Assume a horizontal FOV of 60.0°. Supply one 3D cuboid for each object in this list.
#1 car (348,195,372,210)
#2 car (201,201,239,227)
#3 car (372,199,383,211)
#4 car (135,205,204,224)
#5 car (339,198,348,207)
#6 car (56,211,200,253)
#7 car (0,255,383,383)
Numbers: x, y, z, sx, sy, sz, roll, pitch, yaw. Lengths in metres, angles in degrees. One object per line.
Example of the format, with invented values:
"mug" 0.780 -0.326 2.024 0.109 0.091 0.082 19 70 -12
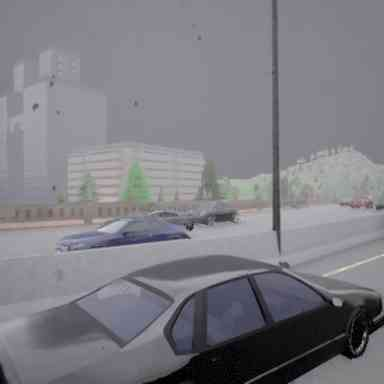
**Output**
"car" 24.643 1.432 47.987 2.150 2.045 5.566 0 0 38
"car" 1.457 1.476 24.282 2.097 1.767 4.553 0 -1 43
"car" 24.430 1.774 41.922 1.895 1.301 4.718 0 0 37
"car" -2.056 1.569 16.066 4.902 1.511 2.128 0 0 -41
"car" 26.250 1.733 55.868 1.882 1.535 5.008 0 0 38
"car" -2.169 1.579 11.393 4.674 1.442 1.812 0 0 -40
"car" 0.413 1.565 4.212 5.357 1.411 2.033 0 0 -37
